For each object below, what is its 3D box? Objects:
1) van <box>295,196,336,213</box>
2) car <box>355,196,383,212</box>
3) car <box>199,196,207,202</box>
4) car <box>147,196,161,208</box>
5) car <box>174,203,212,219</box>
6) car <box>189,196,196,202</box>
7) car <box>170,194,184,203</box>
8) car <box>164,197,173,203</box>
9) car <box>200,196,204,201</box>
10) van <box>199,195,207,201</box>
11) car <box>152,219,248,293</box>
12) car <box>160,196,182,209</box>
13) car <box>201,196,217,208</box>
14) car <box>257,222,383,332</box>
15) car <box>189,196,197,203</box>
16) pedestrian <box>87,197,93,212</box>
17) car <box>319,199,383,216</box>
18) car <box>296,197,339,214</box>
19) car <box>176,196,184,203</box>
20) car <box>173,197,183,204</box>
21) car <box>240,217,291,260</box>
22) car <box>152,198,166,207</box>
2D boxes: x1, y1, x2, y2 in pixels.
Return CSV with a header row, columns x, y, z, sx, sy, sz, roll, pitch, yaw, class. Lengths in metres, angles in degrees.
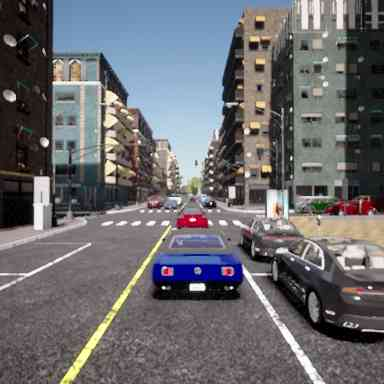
x,y,z,sx,sy,sz,roll,pitch,yaw,class
13.834,1.403,37.353,3.998,1.788,1.690,0,-1,1,van
19.361,1.334,37.303,5.009,1.841,2.192,0,-1,1,car
2.871,1.835,89.550,1.887,1.381,4.507,1,0,0,car
-5.580,1.477,50.610,2.192,1.841,5.009,1,0,0,car
-0.019,1.634,21.897,1.994,1.385,4.181,0,0,-2,car
0.170,1.816,89.983,1.812,1.442,4.674,0,0,0,car
-2.968,1.410,58.536,2.150,2.045,5.566,0,0,1,car
-5.531,1.820,78.464,1.947,1.339,4.313,1,0,0,car
2.807,1.762,56.124,1.802,1.307,4.206,1,0,0,car
2.852,1.595,78.410,1.690,1.788,3.998,1,0,0,van
0.116,1.629,8.916,1.895,1.301,4.718,0,0,0,car
-3.011,1.703,48.534,2.033,1.411,5.357,0,0,0,car
2.796,1.728,50.553,1.947,1.339,4.313,1,0,0,car
2.843,1.573,6.790,2.008,1.369,4.403,1,0,0,car
0.150,1.783,79.601,2.128,1.511,4.902,0,0,0,car
-12.452,1.462,40.547,0.375,1.860,0.375,0,-1,1,pedestrian
13.758,1.495,28.971,4.206,1.307,1.802,0,-1,1,car
13.400,1.371,34.774,4.553,1.767,2.097,0,-1,1,car
-2.851,1.755,78.887,1.837,1.490,4.892,0,0,0,car
-2.879,1.785,68.477,1.994,1.385,4.181,0,0,0,car
2.853,1.590,12.360,2.008,1.369,4.403,1,0,0,car
-5.573,1.725,56.180,1.887,1.381,4.507,1,0,0,car
